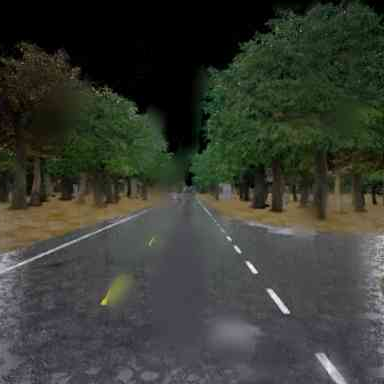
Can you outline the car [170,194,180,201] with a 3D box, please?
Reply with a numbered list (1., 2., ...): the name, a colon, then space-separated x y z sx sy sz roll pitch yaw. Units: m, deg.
1. car: -3.524 1.138 70.319 2.128 1.511 4.902 0 0 0
